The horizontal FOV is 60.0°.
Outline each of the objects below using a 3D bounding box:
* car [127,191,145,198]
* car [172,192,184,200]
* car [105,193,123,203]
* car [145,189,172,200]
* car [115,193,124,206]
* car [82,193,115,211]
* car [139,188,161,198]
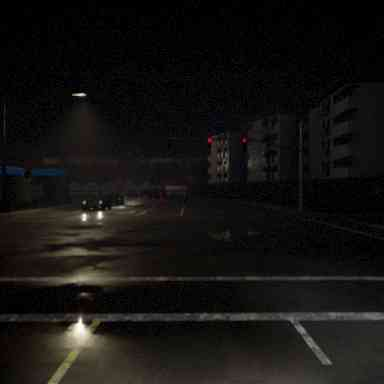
[{"bbox_3d":[-12.583,0.660,74.367,1.895,1.301,4.718,-1,1,-45],"label":"car"},{"bbox_3d":[-3.636,0.790,68.300,2.033,1.411,5.357,-1,1,-32],"label":"car"},{"bbox_3d":[-13.175,0.959,55.909,2.033,1.411,5.357,0,1,-24],"label":"car"},{"bbox_3d":[-6.890,0.486,66.918,2.150,2.045,5.566,-1,1,-32],"label":"car"},{"bbox_3d":[-10.357,0.901,44.889,2.097,1.767,4.553,0,1,-8],"label":"car"},{"bbox_3d":[-9.960,1.026,35.081,2.097,1.767,4.553,0,1,-1],"label":"car"},{"bbox_3d":[-9.669,0.220,76.372,2.150,2.045,5.566,-1,1,-45],"label":"car"}]
